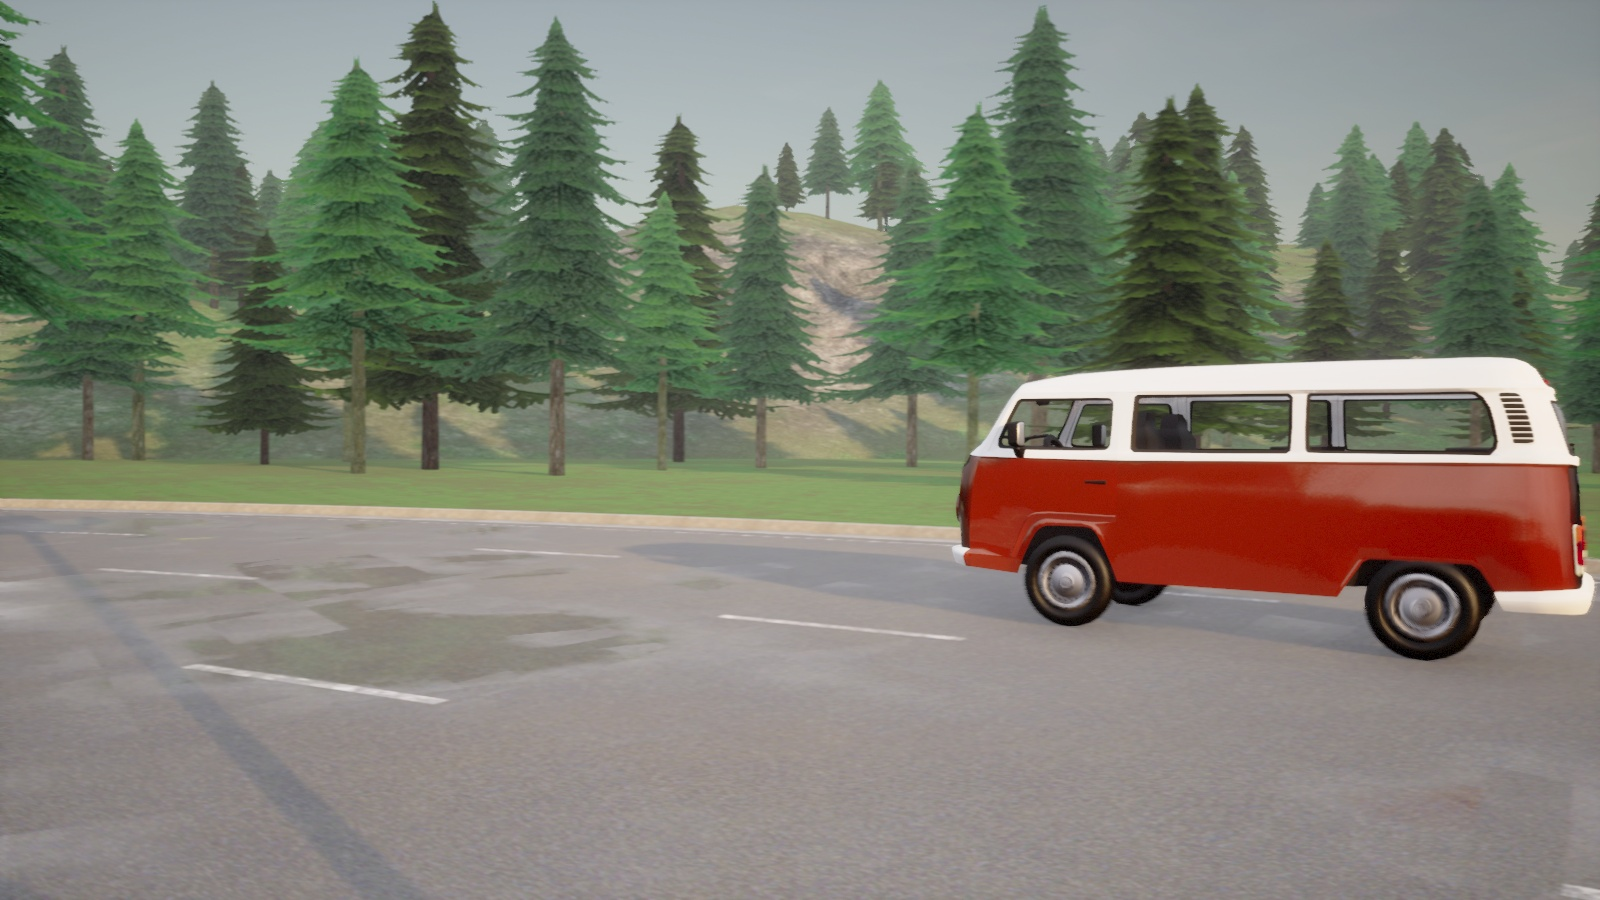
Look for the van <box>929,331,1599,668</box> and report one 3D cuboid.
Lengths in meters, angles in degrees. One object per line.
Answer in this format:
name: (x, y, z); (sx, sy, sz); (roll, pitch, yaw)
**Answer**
van: (3.482, 0.288, 9.655); (4.480, 2.038, 2.069); (0, 1, 32)
